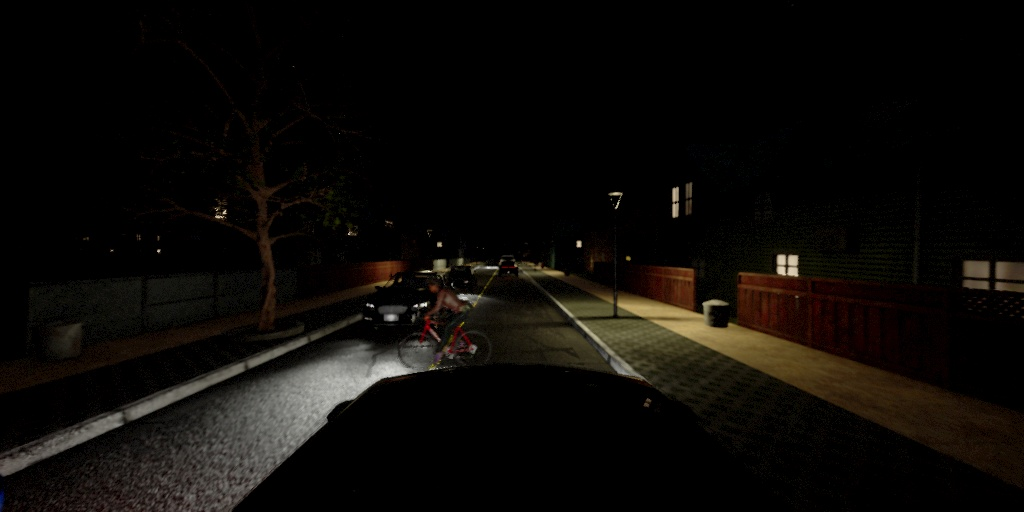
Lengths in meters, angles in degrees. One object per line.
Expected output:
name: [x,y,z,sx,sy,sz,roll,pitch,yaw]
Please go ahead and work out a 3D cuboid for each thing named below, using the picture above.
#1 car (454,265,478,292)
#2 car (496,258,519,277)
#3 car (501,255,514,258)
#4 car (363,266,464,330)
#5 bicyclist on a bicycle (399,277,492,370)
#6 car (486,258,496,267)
car: [-3.098,1.268,21.524,2.033,1.411,5.357,0,0,0]
car: [-0.358,1.204,35.224,1.837,1.490,4.892,0,0,-1]
car: [-0.547,0.902,48.344,2.150,2.045,5.566,0,0,-1]
car: [-2.962,1.229,11.143,2.128,1.511,4.902,0,0,-1]
bicyclist on a bicycle: [-1.184,1.192,6.286,1.656,1.620,0.582,-2,0,-1]
car: [-3.668,1.152,64.507,2.128,1.511,4.902,0,0,0]
